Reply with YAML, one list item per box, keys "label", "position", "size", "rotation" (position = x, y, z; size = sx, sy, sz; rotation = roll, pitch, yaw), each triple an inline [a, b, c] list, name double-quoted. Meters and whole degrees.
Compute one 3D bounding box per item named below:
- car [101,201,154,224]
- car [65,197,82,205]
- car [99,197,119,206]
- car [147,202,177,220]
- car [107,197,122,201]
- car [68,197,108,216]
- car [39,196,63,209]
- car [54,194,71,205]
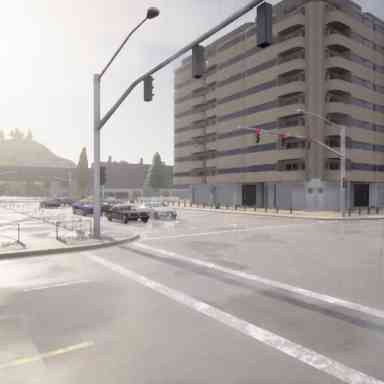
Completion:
- label: "car"
  position: [-5.051, 1.656, 25.590]
  size: [1.895, 1.301, 4.718]
  rotation: [0, 0, -35]
- label: "car"
  position: [-22.117, 1.619, 62.122]
  size: [1.994, 1.385, 4.181]
  rotation: [0, 0, -35]
- label: "car"
  position: [-14.309, 1.581, 57.155]
  size: [1.812, 1.442, 4.674]
  rotation: [0, 0, -35]
- label: "car"
  position: [-3.105, 1.581, 28.925]
  size: [1.812, 1.442, 4.674]
  rotation: [0, 0, -35]
- label: "car"
  position: [-8.465, 1.560, 36.464]
  size: [1.837, 1.490, 4.892]
  rotation: [0, 0, -35]
- label: "car"
  position: [-10.467, 1.533, 33.234]
  size: [1.882, 1.535, 5.008]
  rotation: [0, 0, -35]
- label: "car"
  position: [-19.993, 1.656, 46.722]
  size: [1.895, 1.301, 4.718]
  rotation: [0, 0, -35]
- label: "car"
  position: [-21.576, 1.276, 55.124]
  size: [2.150, 2.045, 5.566]
  rotation: [0, 0, -35]
